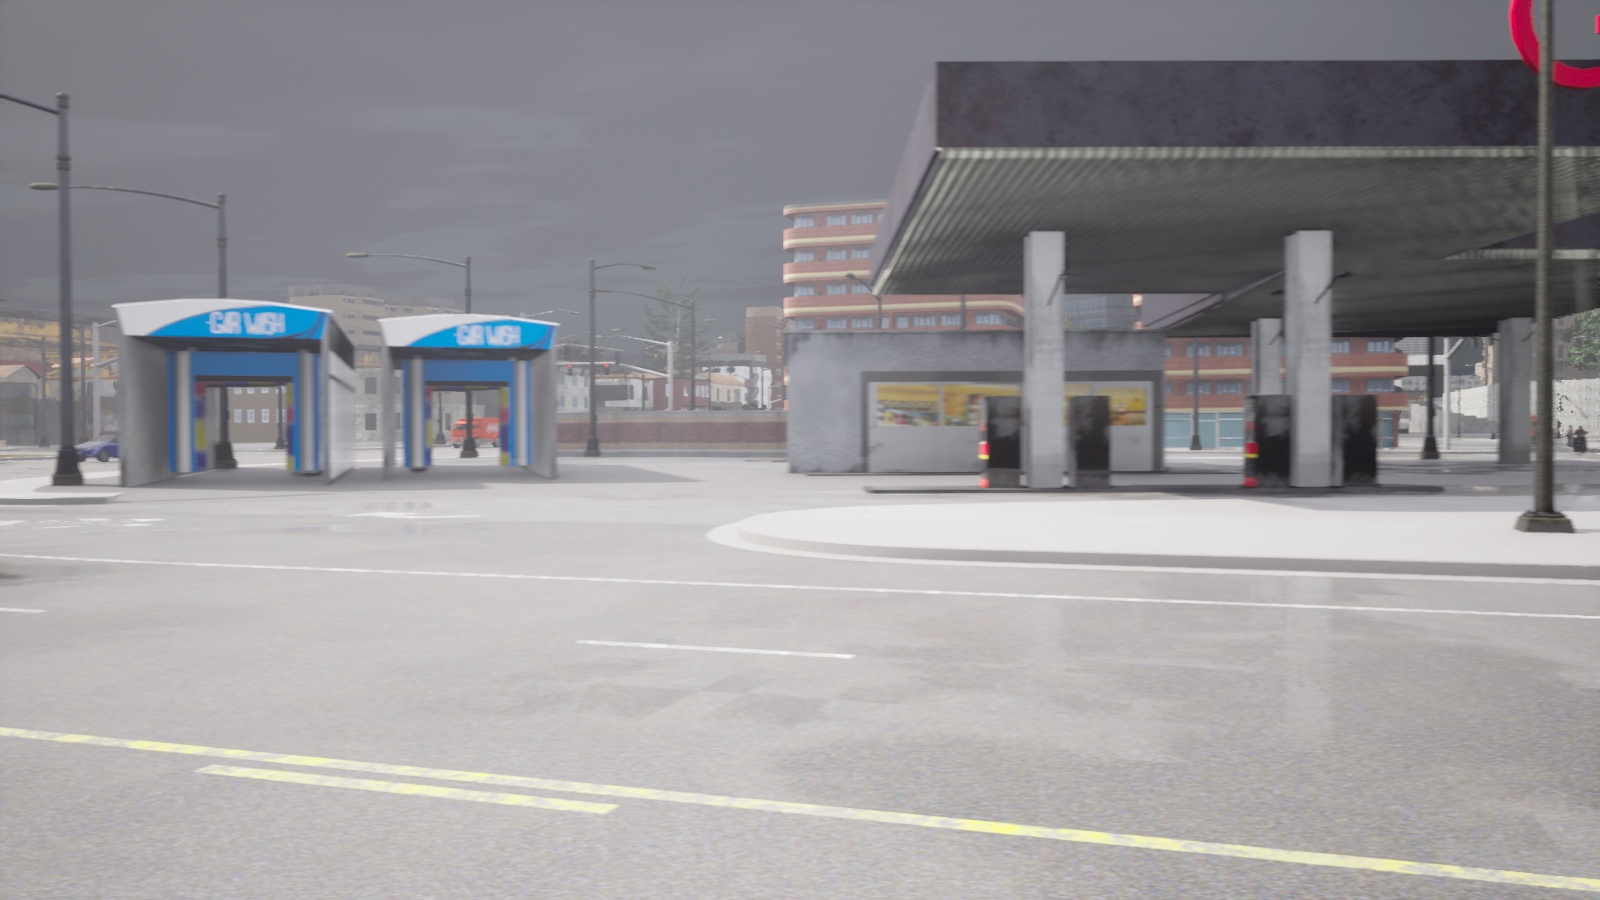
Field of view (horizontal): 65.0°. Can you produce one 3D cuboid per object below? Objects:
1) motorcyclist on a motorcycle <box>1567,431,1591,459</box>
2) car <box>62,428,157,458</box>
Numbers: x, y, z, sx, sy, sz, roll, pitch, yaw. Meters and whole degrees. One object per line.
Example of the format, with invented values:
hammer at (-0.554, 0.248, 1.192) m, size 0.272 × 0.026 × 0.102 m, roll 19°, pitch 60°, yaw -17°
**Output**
motorcyclist on a motorcycle at (47.606, -0.329, 76.764) m, size 0.766 × 1.649 × 2.350 m, roll 1°, pitch 1°, yaw 20°
car at (-35.929, -0.382, 65.449) m, size 1.816 × 1.474 × 4.193 m, roll 1°, pitch 1°, yaw 18°
